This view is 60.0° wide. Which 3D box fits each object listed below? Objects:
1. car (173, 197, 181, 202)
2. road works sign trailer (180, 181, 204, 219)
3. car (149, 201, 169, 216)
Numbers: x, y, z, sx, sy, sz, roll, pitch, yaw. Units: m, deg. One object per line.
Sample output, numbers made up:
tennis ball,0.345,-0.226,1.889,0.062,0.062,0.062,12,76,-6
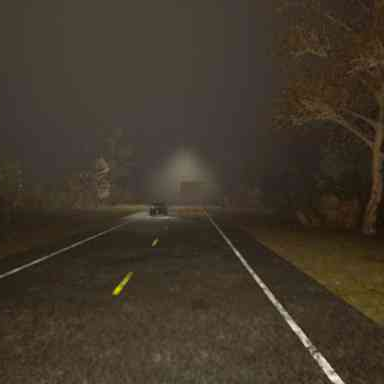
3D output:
car,-3.494,2.018,79.091,1.812,1.442,4.674,0,-1,0
road works sign trailer,0.002,0.752,32.567,2.380,3.560,2.880,0,-1,0
car,-3.590,1.830,36.686,1.837,1.490,4.892,0,-1,0
